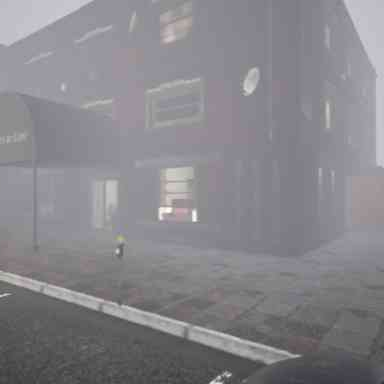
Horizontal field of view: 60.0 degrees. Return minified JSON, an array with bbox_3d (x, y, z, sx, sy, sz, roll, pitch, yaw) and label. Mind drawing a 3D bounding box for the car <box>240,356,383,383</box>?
[{"bbox_3d":[2.082,1.549,1.391,4.403,1.369,2.008,0,0,35],"label":"car"}]
